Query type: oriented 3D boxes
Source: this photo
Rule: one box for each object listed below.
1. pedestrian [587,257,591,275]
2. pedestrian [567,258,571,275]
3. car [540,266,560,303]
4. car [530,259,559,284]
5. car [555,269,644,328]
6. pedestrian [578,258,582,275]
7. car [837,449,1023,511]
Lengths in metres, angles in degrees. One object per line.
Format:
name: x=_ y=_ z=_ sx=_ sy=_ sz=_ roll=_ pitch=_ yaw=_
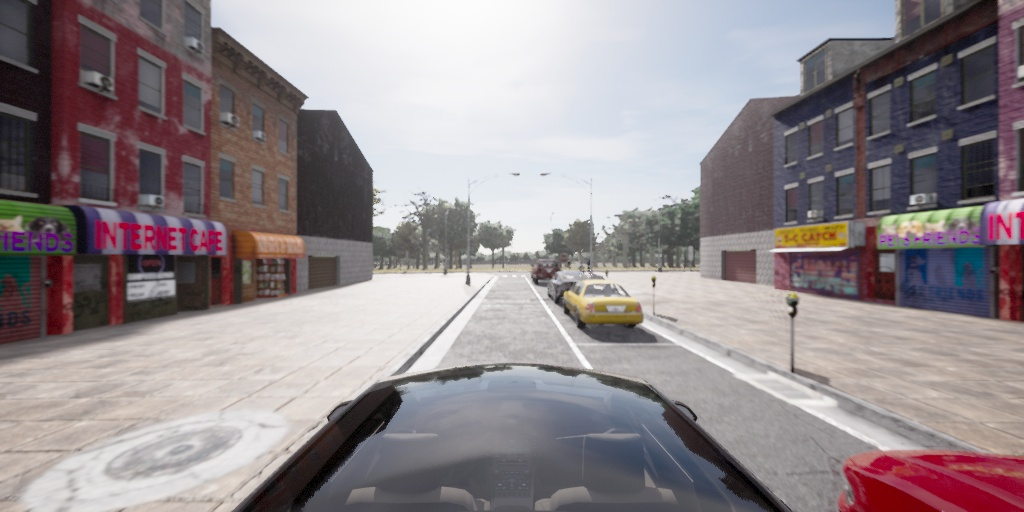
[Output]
pedestrian: x=7.996 y=1.028 z=37.442 sx=0.375 sy=1.860 sz=0.375 roll=0 pitch=0 yaw=0
pedestrian: x=5.995 y=1.056 z=38.041 sx=0.375 sy=1.860 sz=0.375 roll=0 pitch=0 yaw=0
car: x=2.632 y=1.363 z=16.766 sx=2.007 sy=1.370 sz=4.403 roll=0 pitch=0 yaw=0
car: x=2.627 y=1.180 z=27.857 sx=2.192 sy=1.841 sz=5.009 roll=0 pitch=0 yaw=0
car: x=2.634 y=1.311 z=11.392 sx=1.751 sy=1.417 sz=4.829 roll=0 pitch=0 yaw=0
pedestrian: x=6.996 y=1.042 z=36.842 sx=0.375 sy=1.860 sz=0.375 roll=0 pitch=0 yaw=0
car: x=2.639 y=1.290 z=0.132 sx=1.888 sy=1.381 sz=4.507 roll=0 pitch=0 yaw=0
